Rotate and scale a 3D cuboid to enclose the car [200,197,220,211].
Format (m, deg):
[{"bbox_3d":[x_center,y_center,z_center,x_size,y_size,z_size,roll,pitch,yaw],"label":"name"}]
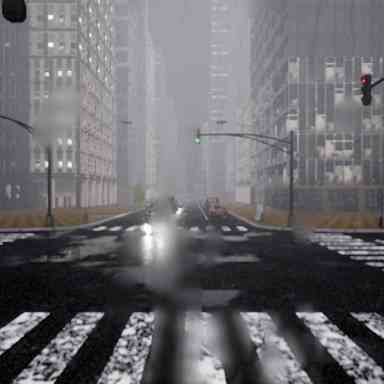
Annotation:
[{"bbox_3d":[2.536,1.595,42.677,2.192,1.841,5.009,-1,0,0],"label":"car"}]

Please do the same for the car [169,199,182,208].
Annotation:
[{"bbox_3d":[-2.811,1.977,57.835,1.895,1.301,4.718,0,0,0],"label":"car"}]

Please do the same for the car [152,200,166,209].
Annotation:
[{"bbox_3d":[-5.330,1.932,53.699,1.802,1.307,4.206,-1,0,0],"label":"car"}]

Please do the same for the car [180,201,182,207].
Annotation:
[{"bbox_3d":[-2.847,1.915,47.957,1.895,1.301,4.718,0,0,0],"label":"car"}]

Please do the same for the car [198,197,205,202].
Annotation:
[{"bbox_3d":[2.547,2.133,92.396,1.887,1.381,4.507,-1,0,0],"label":"car"}]

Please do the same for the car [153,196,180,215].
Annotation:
[{"bbox_3d":[-2.854,1.473,38.171,2.150,2.045,5.566,0,0,0],"label":"car"}]

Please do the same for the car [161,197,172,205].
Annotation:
[{"bbox_3d":[-5.333,1.894,70.273,1.967,1.590,4.097,-1,0,0],"label":"car"}]

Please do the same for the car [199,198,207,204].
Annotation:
[{"bbox_3d":[2.548,2.103,81.347,1.802,1.307,4.206,-1,0,0],"label":"car"}]

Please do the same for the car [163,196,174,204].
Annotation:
[{"bbox_3d":[-5.335,1.802,75.799,2.192,1.841,5.009,-1,0,0],"label":"car"}]

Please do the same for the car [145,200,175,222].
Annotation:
[{"bbox_3d":[-2.857,1.679,28.301,2.128,1.511,4.902,0,0,0],"label":"car"}]

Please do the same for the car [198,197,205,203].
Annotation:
[{"bbox_3d":[2.547,2.081,87.041,1.752,1.417,4.829,-1,0,0],"label":"car"}]

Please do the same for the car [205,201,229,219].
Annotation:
[{"bbox_3d":[2.520,1.790,31.627,1.802,1.307,4.206,-1,0,0],"label":"car"}]

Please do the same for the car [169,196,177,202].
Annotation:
[{"bbox_3d":[-5.335,2.028,92.371,1.967,1.590,4.097,-1,0,0],"label":"car"}]
